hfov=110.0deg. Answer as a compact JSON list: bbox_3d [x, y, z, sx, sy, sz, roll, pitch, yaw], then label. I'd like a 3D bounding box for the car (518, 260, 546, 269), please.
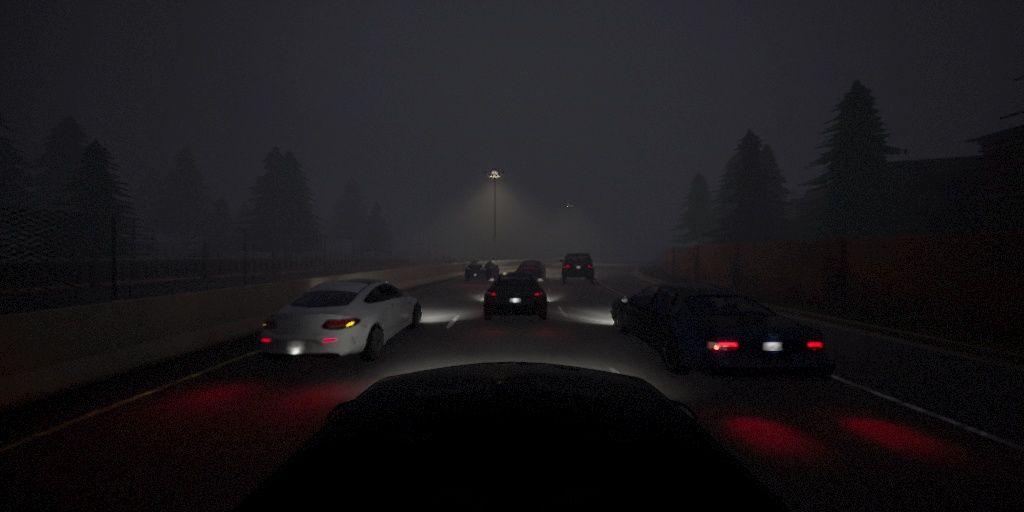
[{"bbox_3d":[1.629,1.058,28.529,1.882,1.535,5.008,0,0,10],"label":"car"}]

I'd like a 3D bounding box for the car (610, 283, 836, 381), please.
[{"bbox_3d":[3.566,1.261,7.391,2.033,1.411,5.357,0,0,1],"label":"car"}]

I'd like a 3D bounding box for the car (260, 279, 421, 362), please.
[{"bbox_3d":[-3.425,1.236,8.005,1.812,1.442,4.674,0,0,0],"label":"car"}]

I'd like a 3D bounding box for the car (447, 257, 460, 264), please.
[{"bbox_3d":[-6.692,0.931,51.049,2.128,1.511,4.902,0,0,21],"label":"car"}]

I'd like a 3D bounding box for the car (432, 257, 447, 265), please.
[{"bbox_3d":[-9.827,0.920,52.657,2.128,1.511,4.902,0,0,22],"label":"car"}]

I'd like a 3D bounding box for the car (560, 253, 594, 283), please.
[{"bbox_3d":[4.714,0.816,25.984,2.150,2.045,5.566,0,0,9],"label":"car"}]

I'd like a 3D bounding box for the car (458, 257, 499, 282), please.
[{"bbox_3d":[-2.156,1.081,27.061,2.128,1.511,4.902,0,0,9],"label":"car"}]

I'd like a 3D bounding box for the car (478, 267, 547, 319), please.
[{"bbox_3d":[0.139,1.246,12.460,1.994,1.385,4.181,0,0,1],"label":"car"}]
